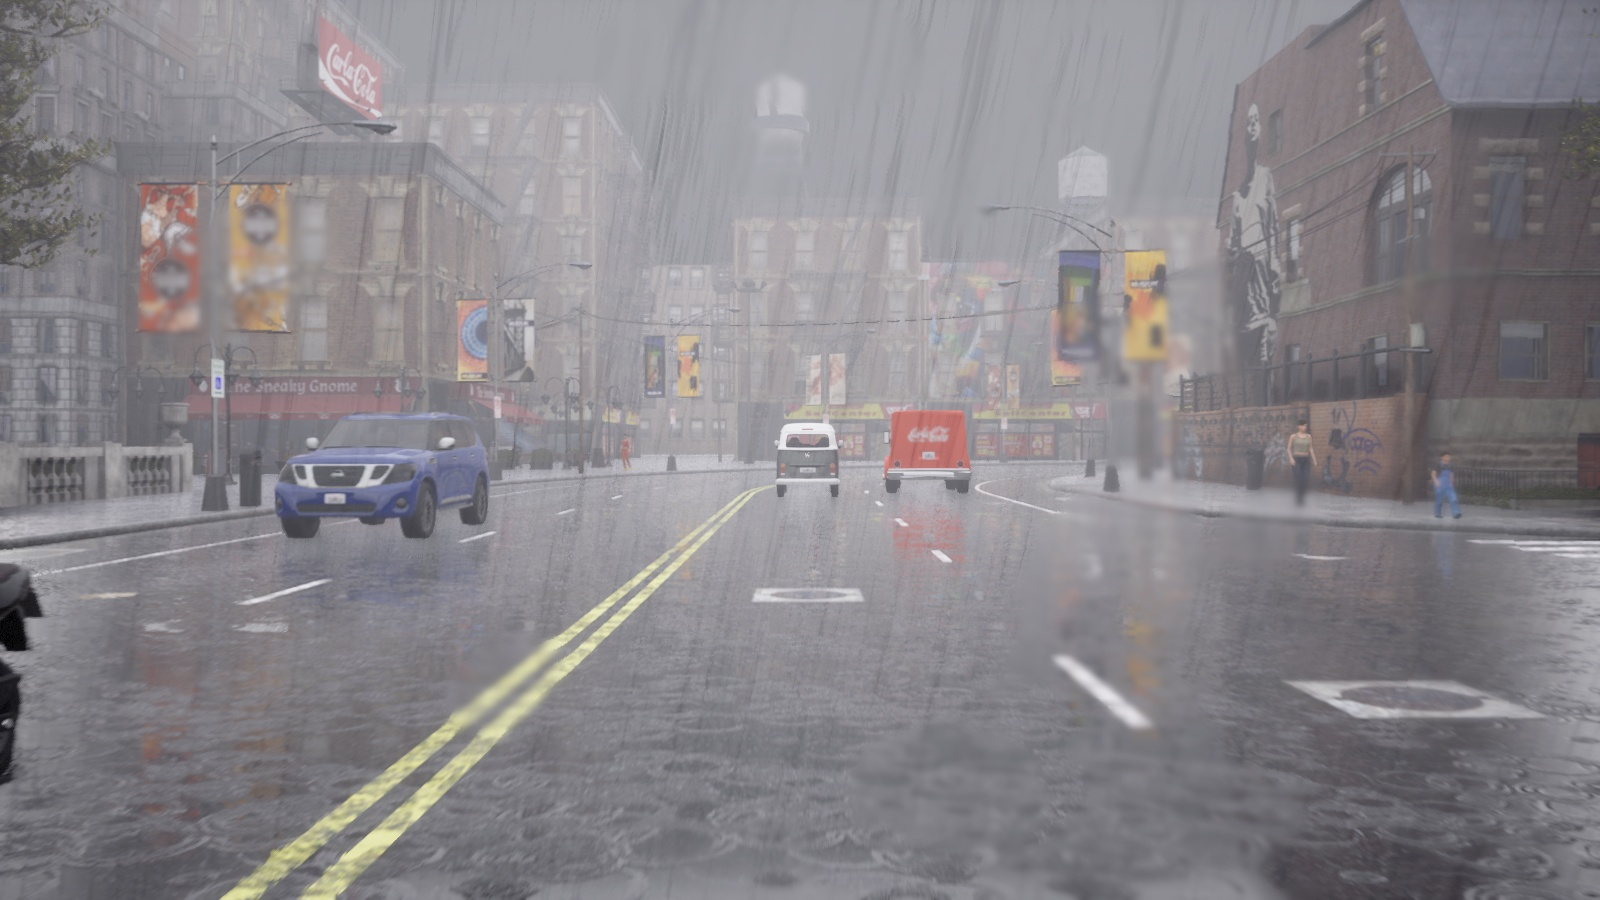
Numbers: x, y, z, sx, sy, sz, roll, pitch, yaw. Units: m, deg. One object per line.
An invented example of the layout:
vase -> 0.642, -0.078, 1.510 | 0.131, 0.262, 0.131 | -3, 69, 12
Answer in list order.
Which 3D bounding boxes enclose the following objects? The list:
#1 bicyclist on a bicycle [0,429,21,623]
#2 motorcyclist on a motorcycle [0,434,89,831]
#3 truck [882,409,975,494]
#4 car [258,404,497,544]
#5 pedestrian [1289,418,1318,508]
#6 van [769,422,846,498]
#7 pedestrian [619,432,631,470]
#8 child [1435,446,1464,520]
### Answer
bicyclist on a bicycle -> -6.950, 0.638, 9.898 | 0.582, 1.620, 1.656 | 0, 1, 0
motorcyclist on a motorcycle -> -3.466, 0.701, 4.391 | 0.797, 1.523, 2.044 | 0, 0, 0
truck -> 3.888, 0.042, 38.970 | 2.627, 2.467, 5.204 | 0, 0, 3
car -> -6.862, 0.340, 21.194 | 2.150, 2.045, 5.566 | 0, 0, 0
pedestrian -> 10.390, 0.265, 25.929 | 0.345, 1.836, 0.594 | 0, 0, -2
van -> 0.244, 0.266, 36.009 | 2.069, 2.038, 4.480 | 0, 0, 1
pedestrian -> -8.532, 0.049, 61.278 | 0.345, 1.836, 0.594 | 0, 0, 17
child -> 11.240, 0.569, 21.727 | 0.270, 1.263, 0.437 | 0, 0, 0
